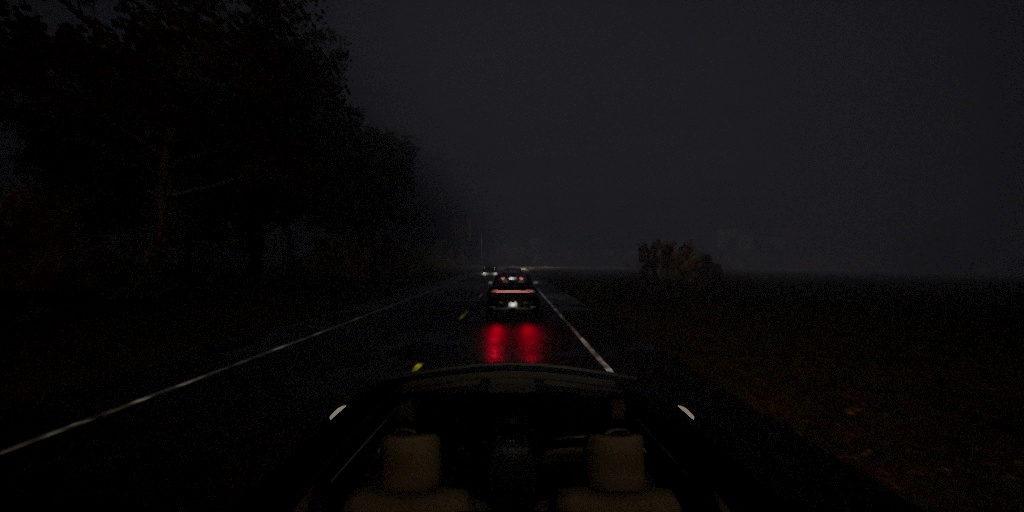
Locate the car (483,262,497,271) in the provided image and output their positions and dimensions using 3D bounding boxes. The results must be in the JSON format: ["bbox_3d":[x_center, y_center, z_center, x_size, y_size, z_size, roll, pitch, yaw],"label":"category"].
[{"bbox_3d":[-3.554,1.780,58.578,2.097,1.767,4.553,0,-1,0],"label":"car"}]

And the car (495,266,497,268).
[{"bbox_3d":[0.030,1.604,26.929,2.033,1.411,5.357,0,-1,1],"label":"car"}]

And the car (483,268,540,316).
[{"bbox_3d":[0.048,1.391,13.989,2.128,1.511,4.902,0,-1,0],"label":"car"}]
